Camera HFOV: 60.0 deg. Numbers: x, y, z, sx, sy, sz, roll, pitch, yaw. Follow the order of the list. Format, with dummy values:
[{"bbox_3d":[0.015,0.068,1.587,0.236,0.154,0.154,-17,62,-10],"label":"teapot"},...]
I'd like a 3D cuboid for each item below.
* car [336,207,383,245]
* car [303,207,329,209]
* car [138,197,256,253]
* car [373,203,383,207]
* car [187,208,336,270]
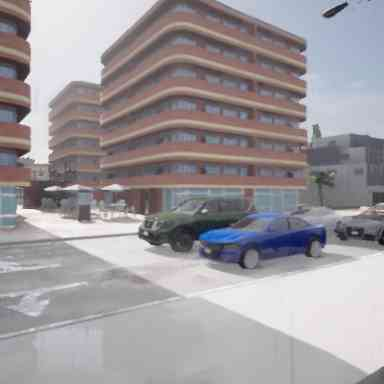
[{"bbox_3d":[8.680,1.592,15.589,4.181,1.385,1.994,0,0,-36],"label":"car"},{"bbox_3d":[6.647,1.554,18.438,4.674,1.442,1.812,0,0,-36],"label":"car"},{"bbox_3d":[0.517,1.238,14.179,5.566,2.045,2.150,1,0,-35],"label":"car"},{"bbox_3d":[13.928,1.521,23.657,5.008,1.535,1.882,0,0,-35],"label":"car"},{"bbox_3d":[2.509,1.492,11.301,5.008,1.535,1.882,0,0,-35],"label":"car"}]
